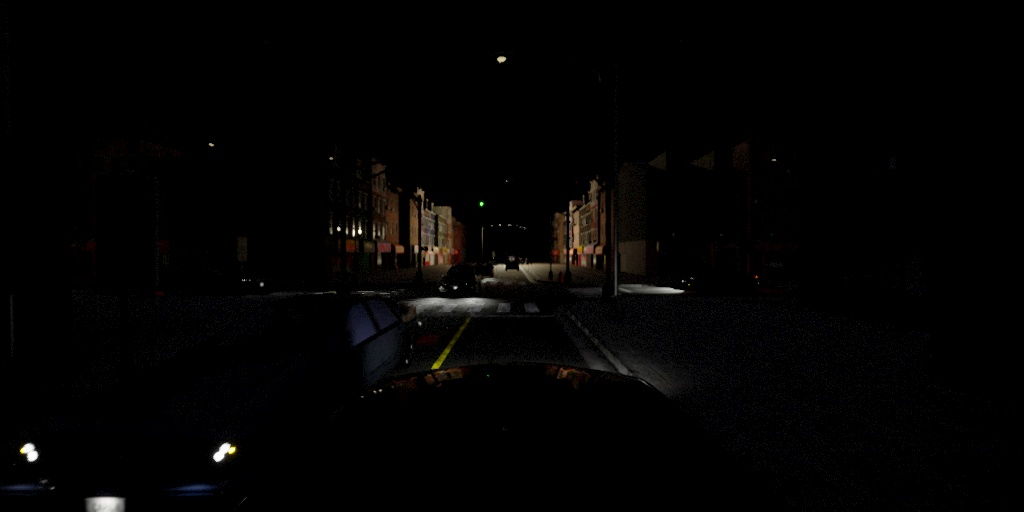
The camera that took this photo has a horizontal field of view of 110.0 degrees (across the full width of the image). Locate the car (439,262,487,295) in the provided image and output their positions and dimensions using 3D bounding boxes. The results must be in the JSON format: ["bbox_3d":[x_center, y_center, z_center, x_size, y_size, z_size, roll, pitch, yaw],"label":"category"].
[{"bbox_3d":[-2.648,1.236,19.354,1.837,1.490,4.892,0,0,1],"label":"car"}]

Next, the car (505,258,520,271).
[{"bbox_3d":[0.036,1.226,45.901,1.948,1.339,4.313,0,0,0],"label":"car"}]

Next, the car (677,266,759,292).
[{"bbox_3d":[12.029,1.310,21.076,4.181,1.385,1.994,0,0,0],"label":"car"}]

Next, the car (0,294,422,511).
[{"bbox_3d":[-2.740,1.291,5.080,2.033,1.411,5.357,0,0,0],"label":"car"}]

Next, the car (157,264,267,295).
[{"bbox_3d":[-15.090,1.170,18.111,4.902,1.511,2.128,0,0,0],"label":"car"}]

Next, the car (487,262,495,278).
[{"bbox_3d":[-2.567,1.235,32.885,2.033,1.411,5.357,0,0,0],"label":"car"}]
